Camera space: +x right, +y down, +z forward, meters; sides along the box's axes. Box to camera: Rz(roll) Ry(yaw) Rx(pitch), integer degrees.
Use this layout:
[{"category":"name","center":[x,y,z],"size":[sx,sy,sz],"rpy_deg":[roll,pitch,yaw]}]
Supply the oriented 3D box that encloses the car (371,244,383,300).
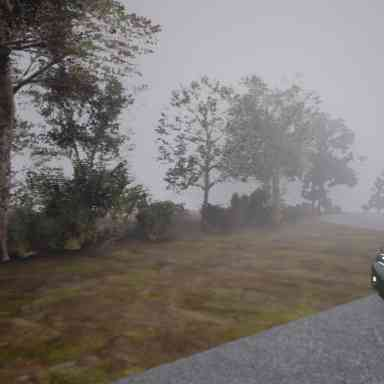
[{"category":"car","center":[6.257,1.333,7.359],"size":[5.566,2.045,2.150],"rpy_deg":[1,0,-35]}]
